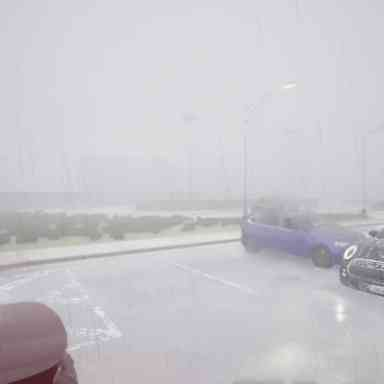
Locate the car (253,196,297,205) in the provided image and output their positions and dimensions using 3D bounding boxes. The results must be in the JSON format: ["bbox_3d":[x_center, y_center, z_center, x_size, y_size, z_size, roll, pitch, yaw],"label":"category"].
[{"bbox_3d":[7.687,1.339,30.736,1.932,1.855,4.605,0,0,-35],"label":"car"}]

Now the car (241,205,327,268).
[{"bbox_3d":[3.880,1.492,11.825,2.242,1.667,4.611,0,0,-35],"label":"car"}]

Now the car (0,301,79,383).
[{"bbox_3d":[-3.216,1.477,1.699,5.008,1.535,1.882,0,0,-35],"label":"car"}]

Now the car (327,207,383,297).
[{"bbox_3d":[5.563,1.361,7.964,4.553,1.767,2.097,0,0,-35],"label":"car"}]

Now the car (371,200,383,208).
[{"bbox_3d":[25.948,1.568,43.847,1.784,1.438,3.905,0,0,-35],"label":"car"}]
